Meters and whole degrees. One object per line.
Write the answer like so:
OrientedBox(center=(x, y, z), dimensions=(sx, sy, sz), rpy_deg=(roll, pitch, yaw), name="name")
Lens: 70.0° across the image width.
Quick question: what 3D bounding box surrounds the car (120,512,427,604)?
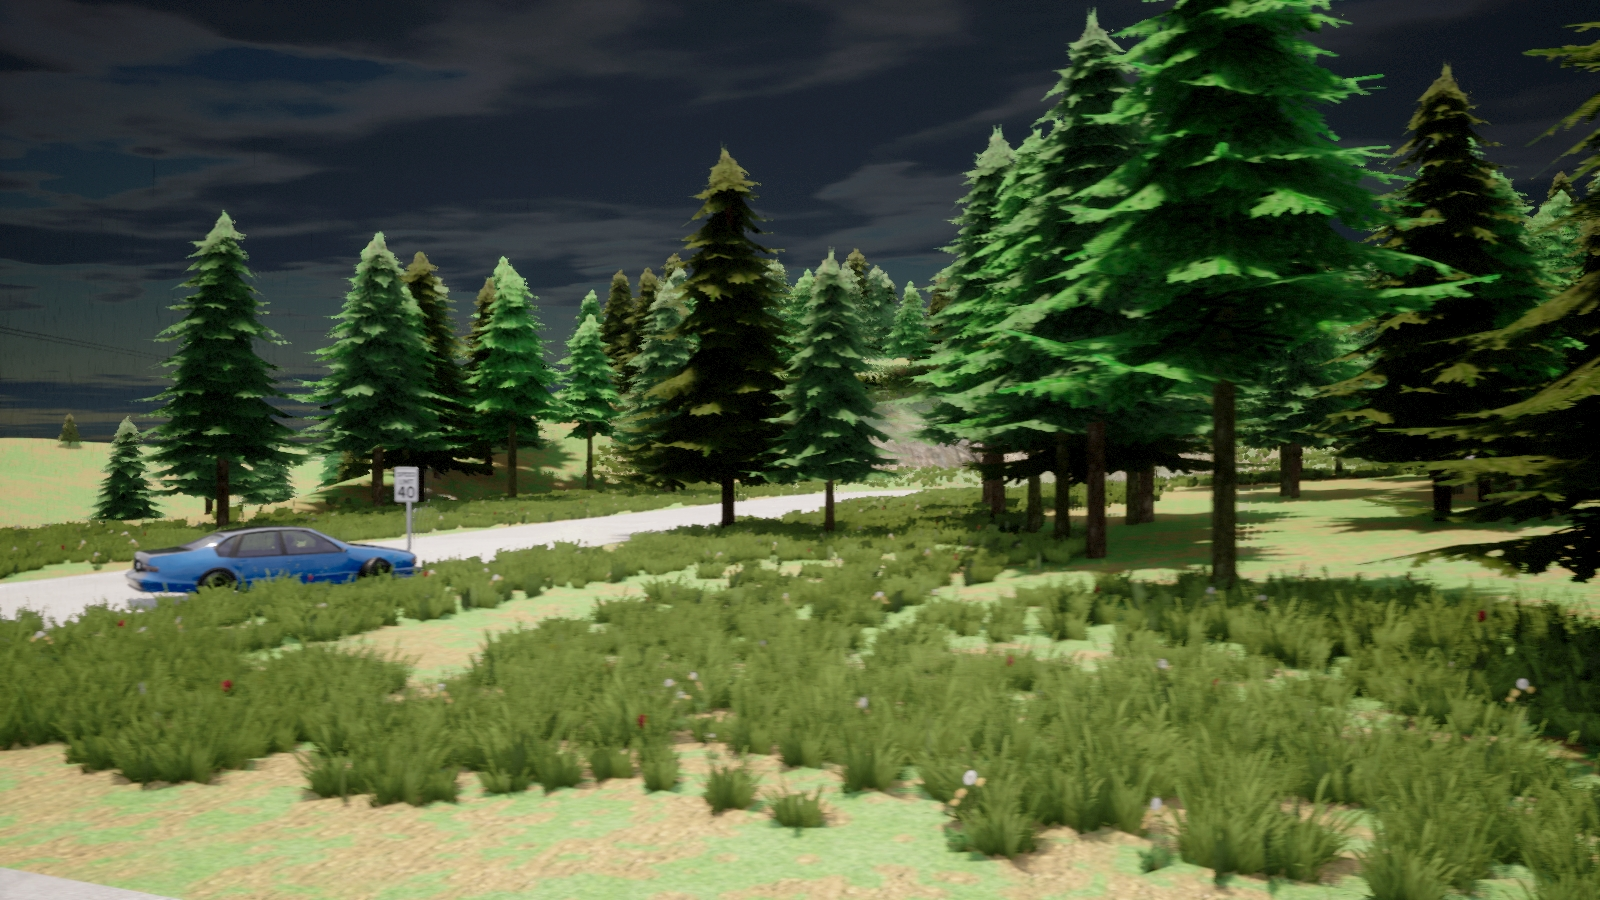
OrientedBox(center=(-10.626, 2.106, 23.333), dimensions=(5.357, 1.411, 2.033), rpy_deg=(0, 0, -39), name="car")
